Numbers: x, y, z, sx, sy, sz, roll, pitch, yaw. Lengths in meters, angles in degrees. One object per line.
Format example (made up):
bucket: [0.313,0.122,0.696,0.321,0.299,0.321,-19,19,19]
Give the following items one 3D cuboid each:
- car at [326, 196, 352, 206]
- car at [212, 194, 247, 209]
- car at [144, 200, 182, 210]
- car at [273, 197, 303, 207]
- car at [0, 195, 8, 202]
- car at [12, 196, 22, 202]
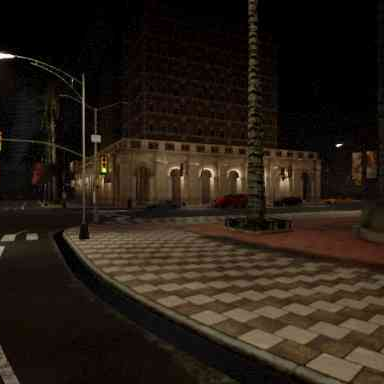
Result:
car: [25.175,1.509,57.092,5.008,1.535,1.882,0,0,-26]
car: [5.575,1.257,47.427,5.566,2.045,2.150,0,0,-26]
car: [-3.787,1.639,42.825,4.718,1.301,1.895,0,0,-26]
car: [15.010,1.511,52.071,5.008,1.535,1.882,0,0,-26]
car: [-45.051,1.449,78.151,2.097,1.767,4.553,0,0,-27]
car: [-41.863,1.688,79.598,1.895,1.301,4.718,0,0,-27]
